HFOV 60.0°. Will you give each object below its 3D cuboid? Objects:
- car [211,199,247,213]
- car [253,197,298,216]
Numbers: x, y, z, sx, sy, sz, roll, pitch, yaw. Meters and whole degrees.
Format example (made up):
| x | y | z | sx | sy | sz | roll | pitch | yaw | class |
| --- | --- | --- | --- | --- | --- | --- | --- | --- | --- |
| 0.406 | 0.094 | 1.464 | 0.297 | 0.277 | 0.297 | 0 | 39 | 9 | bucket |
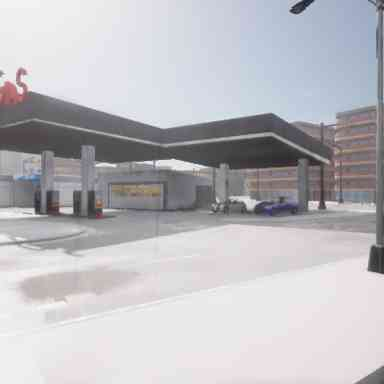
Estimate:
| x | y | z | sx | sy | sz | roll | pitch | yaw | class |
| --- | --- | --- | --- | --- | --- | --- | --- | --- | --- |
| 3.932 | 1.452 | 35.484 | 3.806 | 1.475 | 1.970 | 0 | 0 | -35 | car |
| 7.889 | 1.292 | 31.250 | 4.611 | 1.667 | 2.242 | 0 | 0 | -35 | car |
